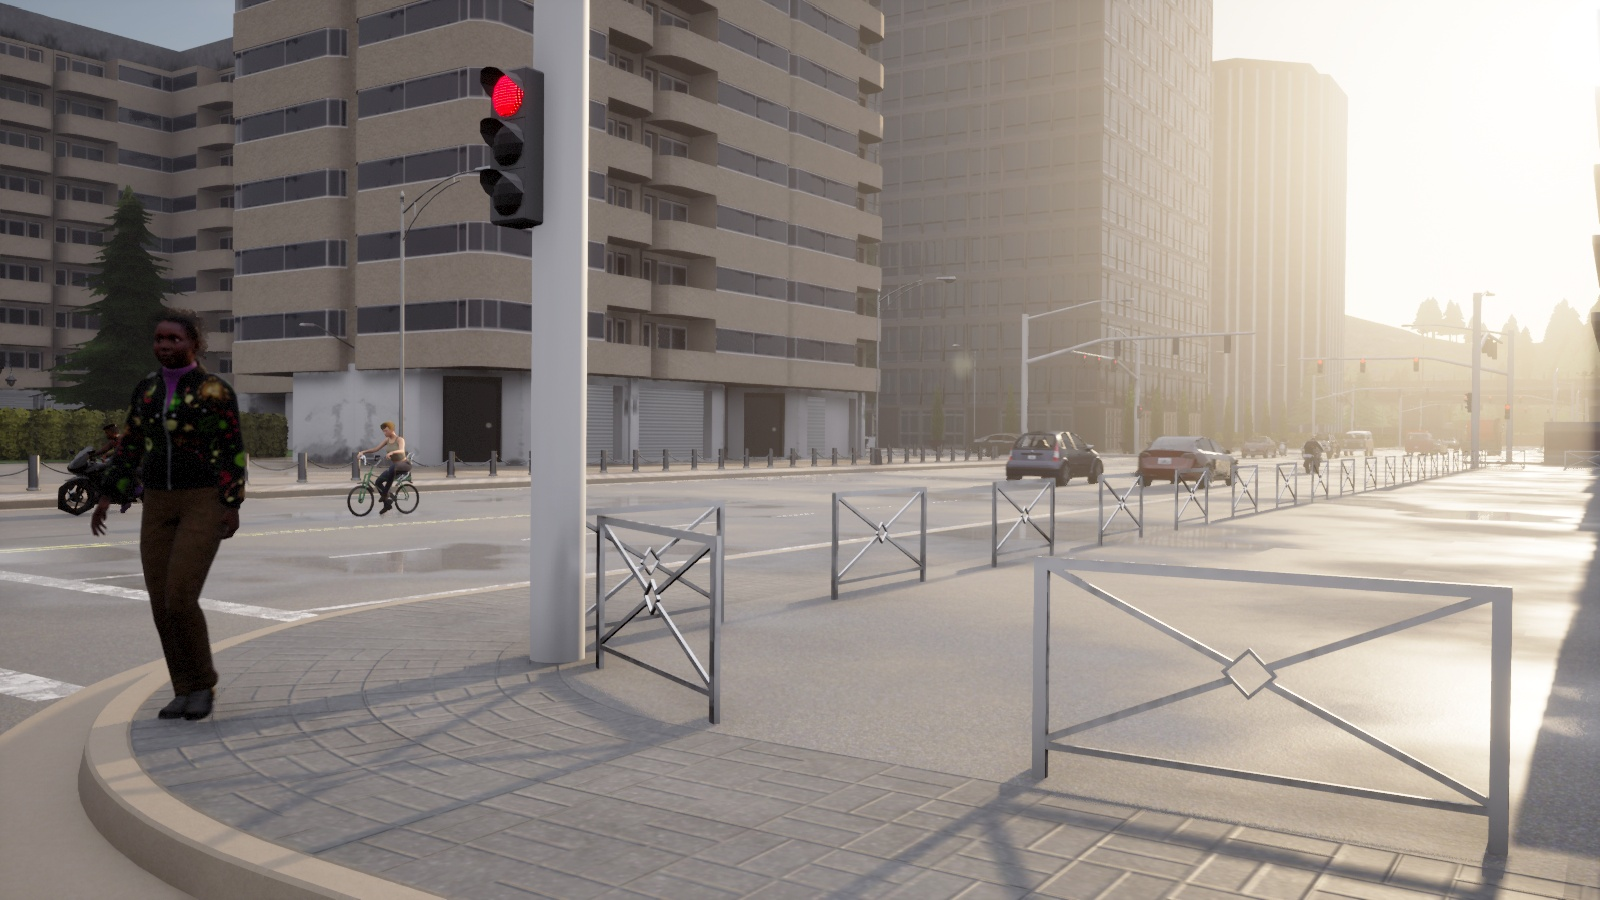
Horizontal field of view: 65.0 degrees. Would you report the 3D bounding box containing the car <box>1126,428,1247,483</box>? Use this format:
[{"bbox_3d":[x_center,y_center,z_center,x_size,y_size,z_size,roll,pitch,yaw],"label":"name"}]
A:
[{"bbox_3d":[11.470,0.122,37.016,2.163,1.488,4.792,0,1,33],"label":"car"}]

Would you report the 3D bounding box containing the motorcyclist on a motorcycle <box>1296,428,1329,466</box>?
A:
[{"bbox_3d":[21.191,-0.134,51.919,0.866,1.530,2.191,0,1,33],"label":"motorcyclist on a motorcycle"}]

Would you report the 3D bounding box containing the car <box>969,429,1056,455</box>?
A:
[{"bbox_3d":[12.913,-0.480,76.439,4.892,1.490,1.837,0,1,33],"label":"car"}]

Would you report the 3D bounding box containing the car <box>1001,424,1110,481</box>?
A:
[{"bbox_3d":[7.710,0.046,37.658,1.851,1.617,3.988,0,1,33],"label":"car"}]

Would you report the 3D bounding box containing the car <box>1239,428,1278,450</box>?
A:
[{"bbox_3d":[32.145,-0.781,87.929,1.789,1.549,3.705,0,1,33],"label":"car"}]

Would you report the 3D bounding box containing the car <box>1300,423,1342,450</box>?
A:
[{"bbox_3d":[36.743,-0.994,88.571,1.932,1.855,4.605,0,1,33],"label":"car"}]

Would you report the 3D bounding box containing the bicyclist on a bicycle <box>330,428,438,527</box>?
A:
[{"bbox_3d":[-7.076,0.440,21.409,0.866,1.612,1.509,0,1,33],"label":"bicyclist on a bicycle"}]

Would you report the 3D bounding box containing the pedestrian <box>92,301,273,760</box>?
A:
[{"bbox_3d":[-2.750,0.338,5.641,0.395,1.930,0.692,0,1,5],"label":"pedestrian"}]

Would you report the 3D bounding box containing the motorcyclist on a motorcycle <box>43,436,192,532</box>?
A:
[{"bbox_3d":[-11.443,0.529,21.112,0.797,1.523,2.044,0,1,33],"label":"motorcyclist on a motorcycle"}]
